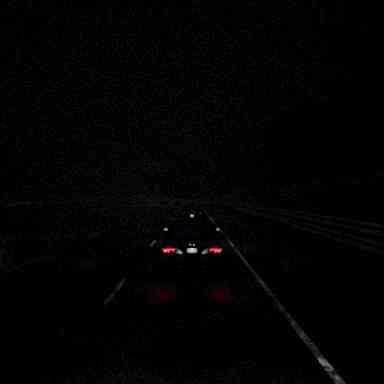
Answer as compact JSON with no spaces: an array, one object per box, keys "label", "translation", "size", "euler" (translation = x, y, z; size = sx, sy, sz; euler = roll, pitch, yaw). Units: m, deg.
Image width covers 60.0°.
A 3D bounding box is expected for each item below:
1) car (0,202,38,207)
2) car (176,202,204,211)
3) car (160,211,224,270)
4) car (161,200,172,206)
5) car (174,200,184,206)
[{"label":"car","translation":[-17.522,1.757,34.662],"size":[1.882,1.535,5.008],"euler":[0,-1,0]},{"label":"car","translation":[-0.005,1.731,26.133],"size":[1.994,1.385,4.181],"euler":[0,-1,0]},{"label":"car","translation":[-0.001,1.586,11.166],"size":[2.033,1.411,5.357],"euler":[0,0,0]},{"label":"car","translation":[-7.017,2.952,87.461],"size":[1.837,1.490,4.892],"euler":[0,-2,0]},{"label":"car","translation":[-3.517,2.824,87.853],"size":[2.097,1.767,4.553],"euler":[0,-2,0]}]
